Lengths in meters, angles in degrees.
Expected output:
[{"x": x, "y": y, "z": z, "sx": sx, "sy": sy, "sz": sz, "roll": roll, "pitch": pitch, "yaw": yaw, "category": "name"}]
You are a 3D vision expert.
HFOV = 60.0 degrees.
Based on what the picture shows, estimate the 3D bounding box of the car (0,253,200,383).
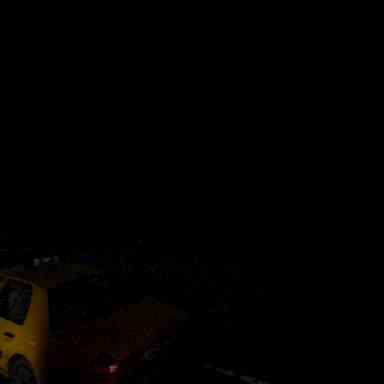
[{"x": -2.192, "y": 1.549, "z": 4.656, "sx": 4.829, "sy": 1.417, "sz": 1.752, "roll": 0, "pitch": 0, "yaw": 36, "category": "car"}]

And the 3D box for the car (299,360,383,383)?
[{"x": 2.492, "y": 1.543, "z": 1.312, "sx": 4.403, "sy": 1.369, "sz": 2.008, "roll": 0, "pitch": 0, "yaw": 36, "category": "car"}]
